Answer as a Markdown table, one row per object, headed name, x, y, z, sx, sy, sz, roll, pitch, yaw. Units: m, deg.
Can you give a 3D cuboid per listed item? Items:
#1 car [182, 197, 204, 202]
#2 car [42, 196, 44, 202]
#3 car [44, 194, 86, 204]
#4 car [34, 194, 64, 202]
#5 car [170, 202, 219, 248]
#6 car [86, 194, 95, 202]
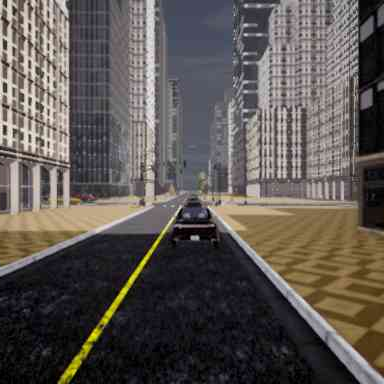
| name | x | y | z | sx | sy | sz | roll | pitch | yaw |
| --- | --- | --- | --- | --- | --- | --- | --- | --- | --- |
| car | 0.100 | 1.297 | 33.476 | 1.837 | 1.490 | 4.892 | 0 | 0 | 0 |
| car | -24.743 | 0.863 | 49.555 | 5.009 | 1.841 | 2.192 | 0 | 0 | -1 |
| car | -18.895 | 1.107 | 49.620 | 4.829 | 1.417 | 1.752 | 0 | 0 | -1 |
| car | -24.883 | 1.077 | 58.132 | 4.403 | 1.369 | 2.008 | 0 | 0 | -1 |
| car | 0.100 | 1.404 | 14.259 | 2.128 | 1.511 | 4.902 | 0 | 0 | 0 |
| car | -19.206 | 0.999 | 58.256 | 4.097 | 1.590 | 1.967 | 0 | 0 | -1 |
